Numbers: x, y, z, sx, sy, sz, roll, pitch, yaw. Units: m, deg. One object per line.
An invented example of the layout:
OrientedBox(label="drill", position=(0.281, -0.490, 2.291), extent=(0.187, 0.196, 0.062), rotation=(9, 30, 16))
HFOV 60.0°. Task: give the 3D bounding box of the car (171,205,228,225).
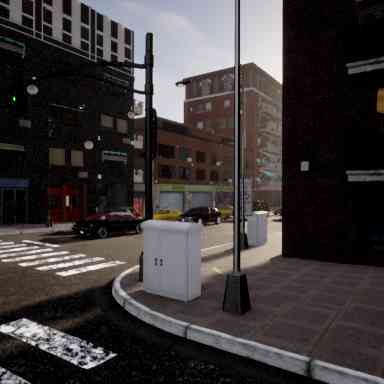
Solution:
OrientedBox(label="car", position=(0.717, 1.962, 27.324), extent=(1.837, 1.490, 4.892), rotation=(0, -1, 35))

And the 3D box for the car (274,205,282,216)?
OrientedBox(label="car", position=(12.518, 2.394, 44.189), extent=(2.033, 1.411, 5.357), rotation=(0, -1, 35))

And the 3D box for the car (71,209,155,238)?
OrientedBox(label="car", position=(-4.645, 1.881, 19.634), extent=(1.895, 1.301, 4.718), rotation=(0, -1, 35))

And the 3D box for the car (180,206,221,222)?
OrientedBox(label="car", position=(0.918, 2.092, 32.172), extent=(1.947, 1.339, 4.313), rotation=(-1, -2, 35))

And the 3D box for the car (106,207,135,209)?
OrientedBox(label="car", position=(-5.397, 1.758, 23.112), extent=(1.967, 1.590, 4.097), rotation=(-1, -2, 35))

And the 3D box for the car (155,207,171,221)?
OrientedBox(label="car", position=(-2.337, 1.944, 27.501), extent=(1.752, 1.417, 4.829), rotation=(-1, -2, 35))

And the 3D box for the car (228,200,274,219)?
OrientedBox(label="car", position=(6.396, 1.866, 35.473), extent=(2.150, 2.045, 5.566), rotation=(0, -1, 35))

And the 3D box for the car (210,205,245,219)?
OrientedBox(label="car", position=(3.979, 2.153, 36.565), extent=(1.752, 1.417, 4.829), rotation=(-1, -2, 35))
